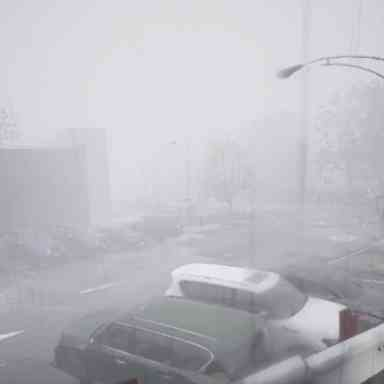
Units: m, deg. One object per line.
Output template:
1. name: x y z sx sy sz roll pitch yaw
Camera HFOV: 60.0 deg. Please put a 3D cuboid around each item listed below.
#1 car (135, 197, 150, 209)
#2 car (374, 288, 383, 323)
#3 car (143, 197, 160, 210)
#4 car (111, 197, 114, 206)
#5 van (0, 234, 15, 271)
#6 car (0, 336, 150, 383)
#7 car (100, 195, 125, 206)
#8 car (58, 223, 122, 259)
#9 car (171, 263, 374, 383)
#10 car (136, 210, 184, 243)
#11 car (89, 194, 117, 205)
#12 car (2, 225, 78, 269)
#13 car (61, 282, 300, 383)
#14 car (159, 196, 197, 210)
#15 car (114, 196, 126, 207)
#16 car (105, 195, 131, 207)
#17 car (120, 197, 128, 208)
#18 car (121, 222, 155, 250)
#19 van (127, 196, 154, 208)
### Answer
1. car: -6.526 2.015 54.670 2.002 1.452 4.674 -2 4 36
2. car: 4.196 3.380 11.116 4.792 1.488 2.163 -1 4 35
3. car: -4.730 1.965 52.333 1.946 1.575 5.366 -2 4 36
4. car: -13.245 1.976 64.630 2.002 1.452 4.674 -2 4 36
5. van: -12.907 3.800 19.886 4.442 1.987 1.878 -3 3 35
6. car: -3.173 3.944 5.834 4.553 1.767 2.185 -1 4 34
7. car: -16.585 1.789 69.626 2.185 1.767 4.553 -2 4 36
8. car: -7.983 3.300 23.239 5.566 2.045 2.435 -3 2 35
9. car: 1.728 3.340 9.347 5.566 2.045 2.435 -1 4 35
10. car: -3.235 2.835 26.684 5.566 2.045 2.435 -3 3 35
11. car: -19.955 1.650 74.606 2.435 2.045 5.566 -2 4 36
12. car: -10.384 3.534 21.526 5.566 2.045 2.435 -3 2 35
13. car: -0.779 3.581 7.608 5.566 2.045 2.435 -1 4 34
14. car: -1.488 1.755 47.169 2.435 2.045 5.566 -2 4 36
15. car: -11.602 1.823 62.109 2.185 1.767 4.553 -2 4 36
16. car: -14.909 1.798 67.136 2.185 1.767 4.553 -2 4 36
17. car: -9.880 1.954 59.648 2.097 1.535 5.008 -2 4 36
18. car: -5.560 3.345 24.974 4.792 1.488 2.163 -3 2 34
19. van: -8.288 1.750 57.048 1.878 1.987 4.442 -2 4 36
